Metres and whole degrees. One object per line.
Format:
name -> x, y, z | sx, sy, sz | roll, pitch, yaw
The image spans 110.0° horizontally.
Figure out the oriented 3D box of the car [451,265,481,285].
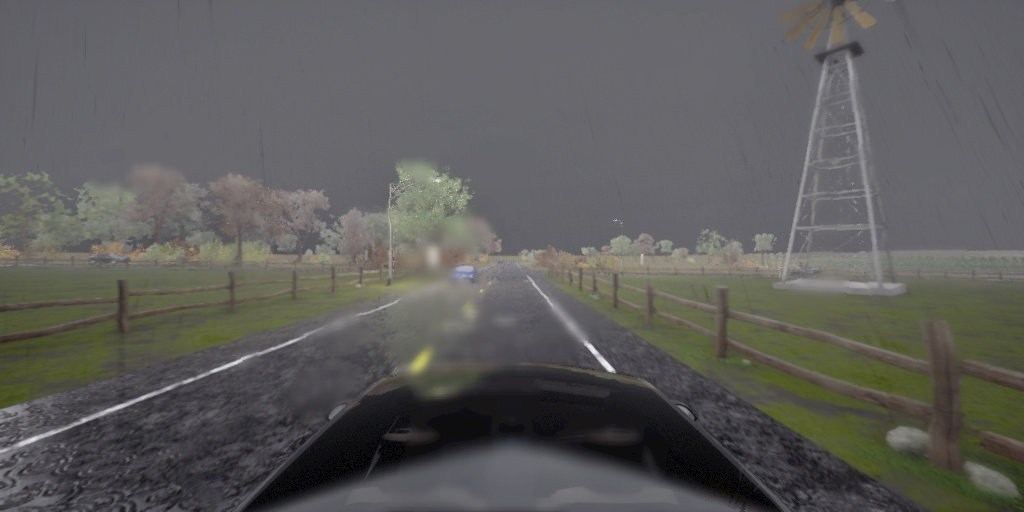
car -> -3.570, 1.451, 28.044 | 1.812, 1.442, 4.674 | 0, -1, 0
